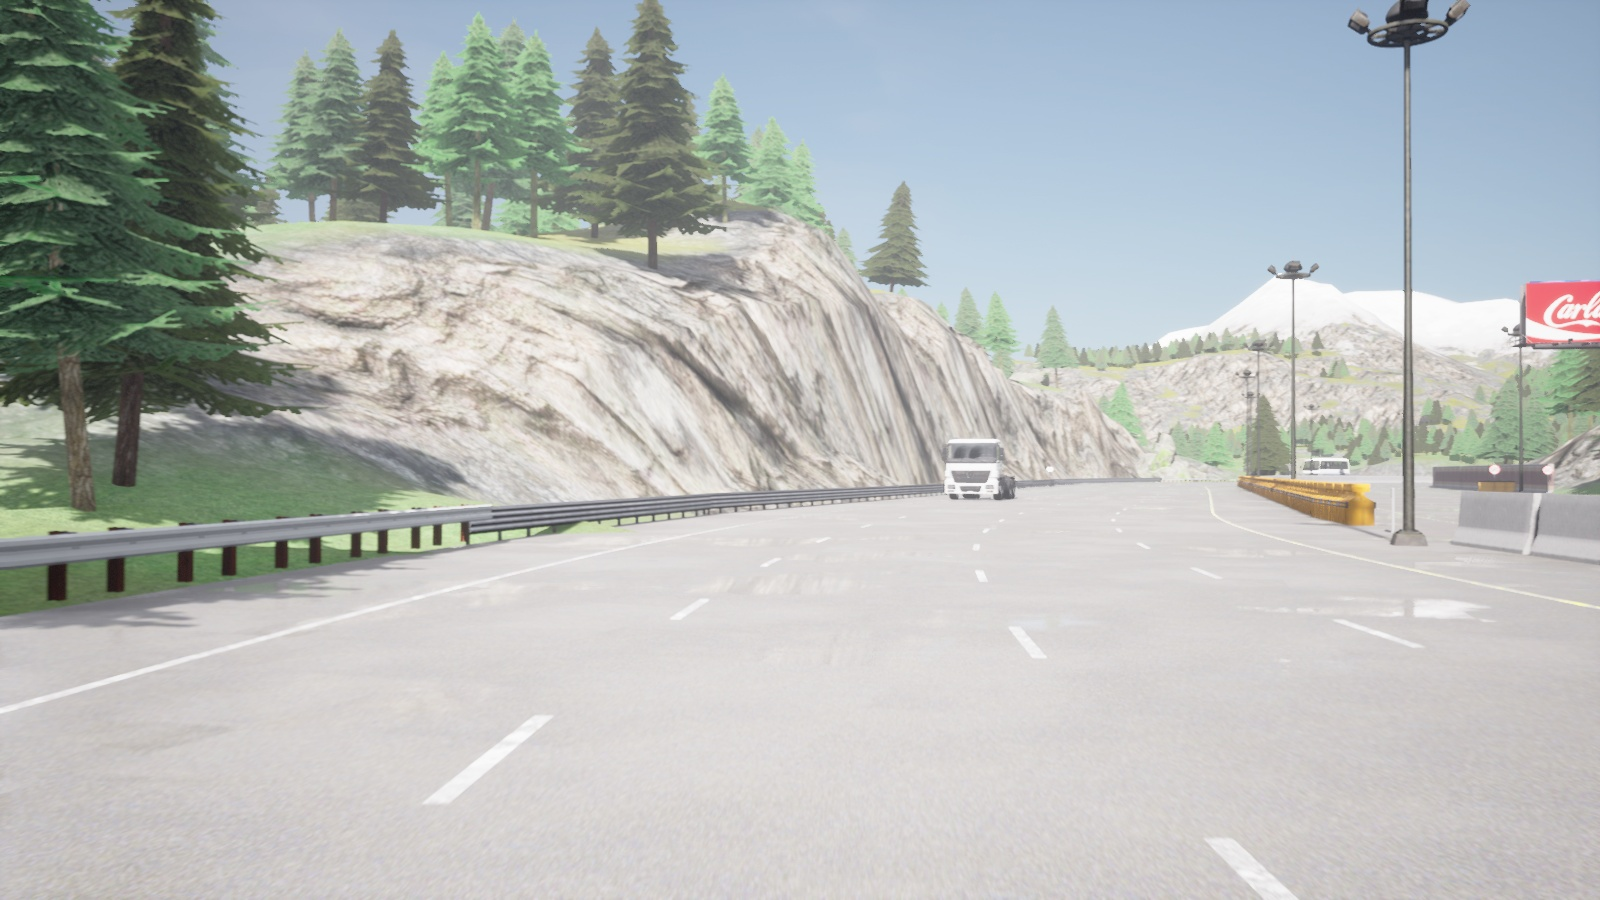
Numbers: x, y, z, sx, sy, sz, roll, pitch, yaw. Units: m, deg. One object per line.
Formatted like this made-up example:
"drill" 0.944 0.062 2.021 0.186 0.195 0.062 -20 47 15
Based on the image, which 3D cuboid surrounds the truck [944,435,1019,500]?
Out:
"truck" 10.355 0.982 70.906 2.891 3.462 7.936 -1 -1 18
